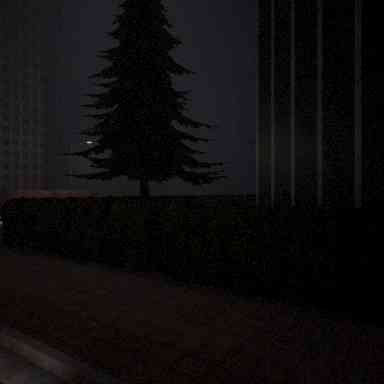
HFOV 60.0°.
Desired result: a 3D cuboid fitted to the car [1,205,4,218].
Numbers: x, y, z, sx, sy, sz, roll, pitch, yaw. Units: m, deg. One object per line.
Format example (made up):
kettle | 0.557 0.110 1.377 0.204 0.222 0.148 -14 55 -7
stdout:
car | -13.118 1.560 28.389 1.837 1.490 4.892 0 0 36
